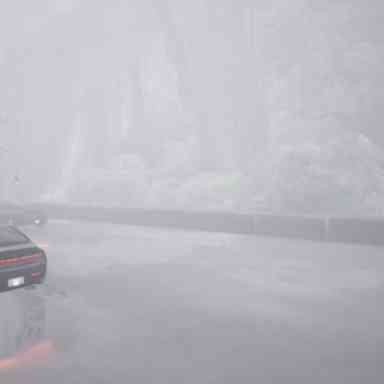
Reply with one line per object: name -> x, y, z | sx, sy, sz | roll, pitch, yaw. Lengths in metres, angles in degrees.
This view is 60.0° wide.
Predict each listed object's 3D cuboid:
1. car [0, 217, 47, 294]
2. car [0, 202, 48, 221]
car -> -5.356, 1.465, 7.814 | 4.892, 1.490, 1.837 | 0, 0, 36
car -> -10.740, 1.410, 20.254 | 4.892, 1.490, 1.837 | 0, 0, 35
